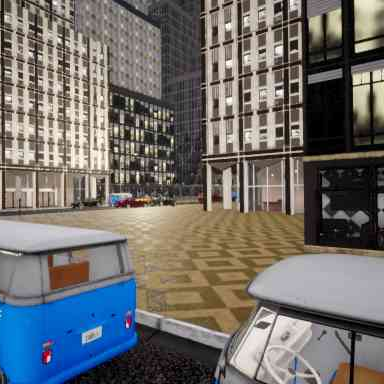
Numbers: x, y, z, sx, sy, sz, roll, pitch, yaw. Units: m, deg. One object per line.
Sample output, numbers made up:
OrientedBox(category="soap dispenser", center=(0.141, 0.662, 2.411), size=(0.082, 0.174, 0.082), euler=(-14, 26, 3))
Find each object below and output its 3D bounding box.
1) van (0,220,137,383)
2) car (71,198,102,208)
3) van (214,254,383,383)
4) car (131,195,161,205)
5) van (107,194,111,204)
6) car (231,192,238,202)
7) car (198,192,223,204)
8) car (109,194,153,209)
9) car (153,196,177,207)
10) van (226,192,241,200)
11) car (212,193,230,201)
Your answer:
OrientedBox(category="van", center=(-2.607, 1.342, 4.753), size=(3.998, 1.788, 1.690), euler=(0, -1, 36))
OrientedBox(category="car", center=(-13.845, 1.404, 43.835), size=(1.947, 1.339, 4.313), euler=(0, 0, 36))
OrientedBox(category="van", center=(1.930, 1.341, 1.510), size=(3.998, 1.788, 1.690), euler=(0, -1, 36))
OrientedBox(category="car", center=(-7.273, 1.279, 52.793), size=(1.752, 1.417, 4.829), euler=(0, 0, 36))
OrientedBox(category="van", center=(-10.510, 1.136, 48.382), size=(1.690, 1.788, 3.998), euler=(0, 0, 36))
OrientedBox(category="car", center=(6.275, 1.101, 57.096), size=(2.008, 1.369, 4.403), euler=(0, 0, 36))
OrientedBox(category="car", center=(2.938, 0.909, 52.549), size=(2.192, 1.841, 5.009), euler=(0, 0, 36))
OrientedBox(category="car", center=(-7.064, 1.267, 38.912), size=(1.887, 1.381, 4.507), euler=(0, 0, 36))
OrientedBox(category="car", center=(-3.730, 1.230, 43.458), size=(2.008, 1.369, 4.403), euler=(0, 0, 36))
OrientedBox(category="van", center=(9.507, 0.872, 75.670), size=(1.690, 1.788, 3.998), euler=(0, 0, 36))
OrientedBox(category="car", center=(6.172, 1.017, 71.122), size=(1.967, 1.590, 4.097), euler=(0, 0, 36))
